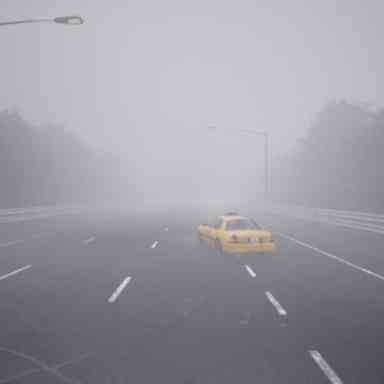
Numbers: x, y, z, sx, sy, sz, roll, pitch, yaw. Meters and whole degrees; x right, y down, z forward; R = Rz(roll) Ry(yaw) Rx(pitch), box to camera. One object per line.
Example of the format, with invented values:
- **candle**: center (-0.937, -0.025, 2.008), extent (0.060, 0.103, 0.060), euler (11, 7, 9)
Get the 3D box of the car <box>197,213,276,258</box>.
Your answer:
- **car**: center (1.540, 1.630, 13.684), extent (1.801, 1.575, 5.366), euler (0, -1, -13)
